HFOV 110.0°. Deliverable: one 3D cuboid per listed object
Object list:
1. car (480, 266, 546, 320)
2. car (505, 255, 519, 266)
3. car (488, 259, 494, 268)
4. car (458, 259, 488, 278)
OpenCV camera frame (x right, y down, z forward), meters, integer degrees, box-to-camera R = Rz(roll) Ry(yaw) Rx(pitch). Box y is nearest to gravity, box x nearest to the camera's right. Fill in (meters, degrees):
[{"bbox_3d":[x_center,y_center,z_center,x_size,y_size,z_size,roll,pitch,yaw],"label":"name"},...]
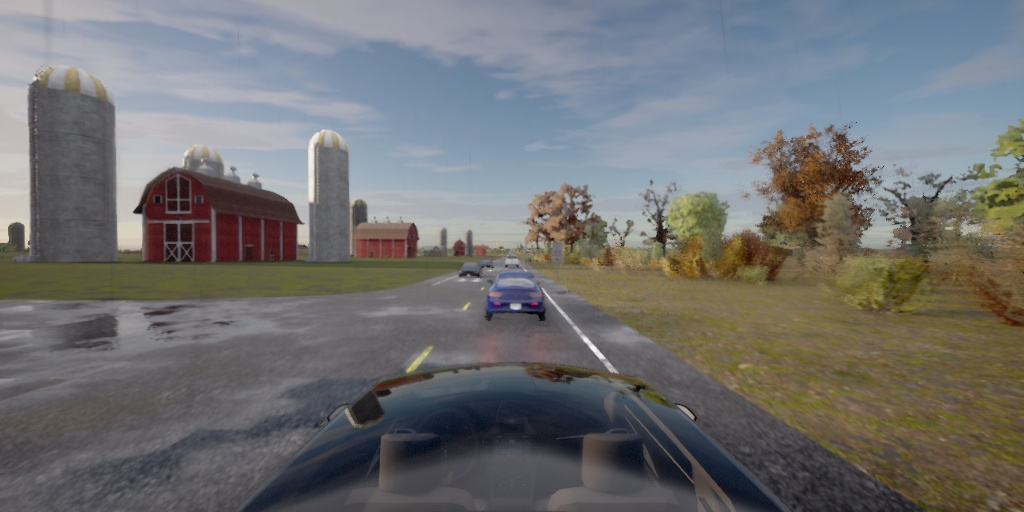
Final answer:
[{"bbox_3d":[0.109,1.235,12.218,1.812,1.442,4.674,1,0,0],"label":"car"},{"bbox_3d":[0.000,0.818,58.140,2.150,2.045,5.566,0,0,0],"label":"car"},{"bbox_3d":[-3.559,1.164,51.110,2.033,1.411,5.357,0,0,0],"label":"car"},{"bbox_3d":[-3.597,1.216,32.296,2.033,1.411,5.357,0,0,0],"label":"car"}]
